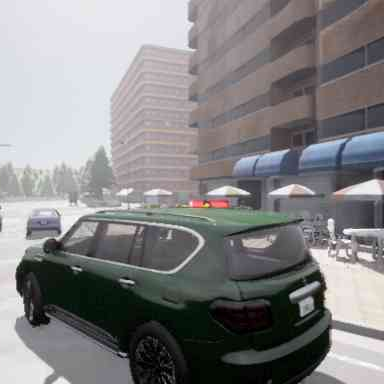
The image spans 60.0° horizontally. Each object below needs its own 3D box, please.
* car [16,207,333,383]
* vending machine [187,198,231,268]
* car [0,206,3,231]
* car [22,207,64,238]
[{"bbox_3d":[-0.775,1.254,5.222,5.566,2.045,2.150,0,0,44],"label":"car"},{"bbox_3d":[0.547,1.248,10.784,1.100,2.100,0.880,0,0,-35],"label":"vending machine"},{"bbox_3d":[-11.918,1.375,18.304,2.150,2.045,5.566,0,0,-23],"label":"car"},{"bbox_3d":[-8.839,1.694,19.989,2.033,1.411,5.357,0,0,-22],"label":"car"}]
